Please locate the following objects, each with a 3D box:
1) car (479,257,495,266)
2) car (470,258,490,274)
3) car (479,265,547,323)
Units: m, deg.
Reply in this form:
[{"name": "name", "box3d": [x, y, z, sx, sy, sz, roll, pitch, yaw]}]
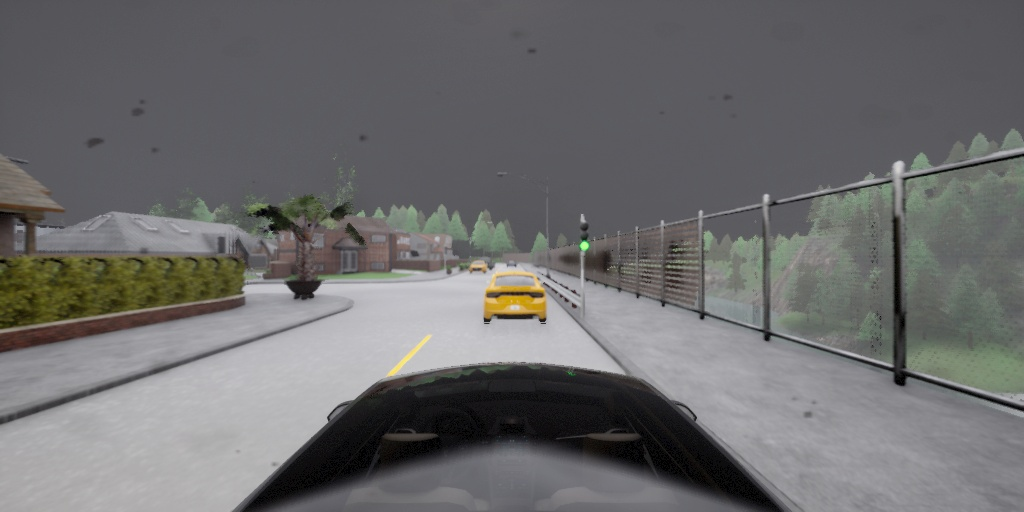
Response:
[{"name": "car", "box3d": [-4.098, 1.115, 54.464, 2.150, 2.045, 5.566, 0, 0, 0]}, {"name": "car", "box3d": [-4.114, 1.344, 44.520, 1.882, 1.535, 5.008, 0, 0, 0]}, {"name": "car", "box3d": [0.090, 1.256, 12.239, 1.882, 1.535, 5.008, 0, 0, 0]}]
